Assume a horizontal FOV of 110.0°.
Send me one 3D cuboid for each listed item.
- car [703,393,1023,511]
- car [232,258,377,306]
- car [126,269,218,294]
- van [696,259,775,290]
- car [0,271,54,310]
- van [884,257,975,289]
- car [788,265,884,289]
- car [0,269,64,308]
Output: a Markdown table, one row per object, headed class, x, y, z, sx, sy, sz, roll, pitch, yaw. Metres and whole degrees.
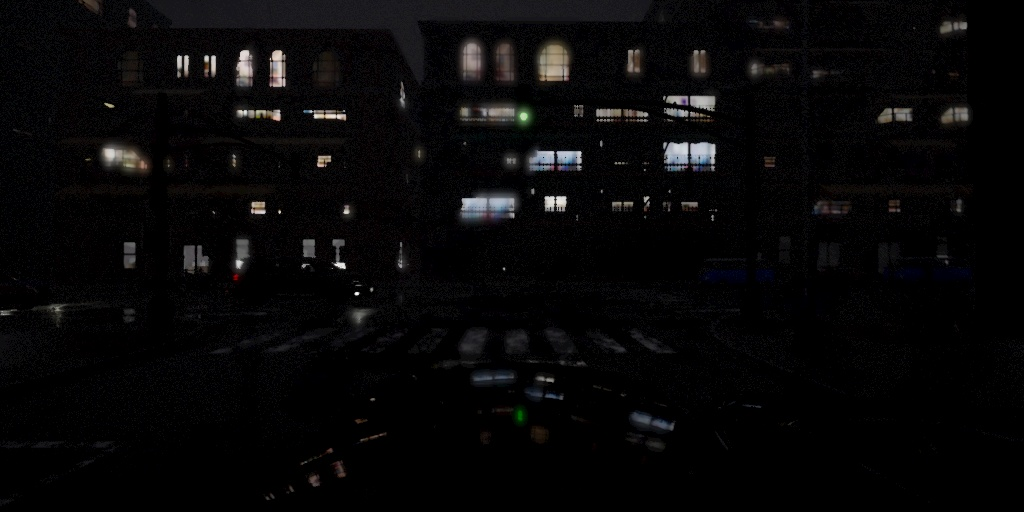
| class | x | y | z | sx | sy | sz | roll | pitch | yaw |
| --- | --- | --- | --- | --- | --- | --- | --- | --- | --- |
| car | 2.568 | 1.316 | 1.415 | 1.948 | 1.339 | 4.313 | 0 | 0 | 0 |
| car | -8.861 | 1.100 | 15.535 | 5.566 | 2.045 | 2.150 | 0 | -1 | 0 |
| car | -19.744 | 1.451 | 20.884 | 4.403 | 1.370 | 2.007 | 0 | 0 | 0 |
| van | 13.040 | 1.032 | 21.012 | 3.998 | 1.789 | 1.690 | 0 | 0 | 0 |
| car | -19.680 | 1.256 | 12.745 | 4.097 | 1.591 | 1.967 | 0 | 0 | 0 |
| van | 24.321 | 0.963 | 21.100 | 3.998 | 1.789 | 1.690 | 0 | 0 | 0 |
| car | 18.681 | 1.239 | 21.056 | 4.207 | 1.307 | 1.802 | 0 | 0 | 0 |
| car | -22.972 | 1.351 | 15.422 | 5.008 | 1.535 | 1.882 | 0 | -1 | 0 |
